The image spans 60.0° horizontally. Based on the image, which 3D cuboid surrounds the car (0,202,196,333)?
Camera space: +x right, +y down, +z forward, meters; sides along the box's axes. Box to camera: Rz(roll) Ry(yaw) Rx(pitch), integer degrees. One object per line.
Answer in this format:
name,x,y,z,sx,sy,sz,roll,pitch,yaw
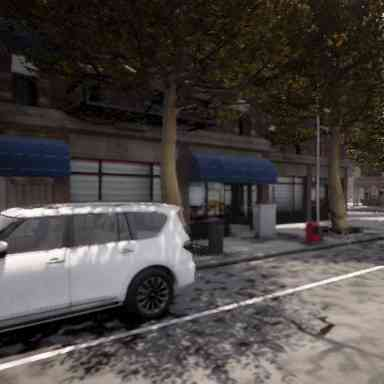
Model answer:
car,-2.530,1.233,5.815,5.566,2.045,2.435,0,0,-36
